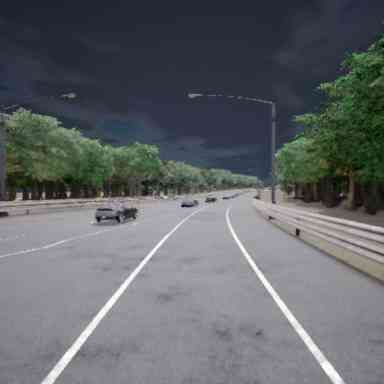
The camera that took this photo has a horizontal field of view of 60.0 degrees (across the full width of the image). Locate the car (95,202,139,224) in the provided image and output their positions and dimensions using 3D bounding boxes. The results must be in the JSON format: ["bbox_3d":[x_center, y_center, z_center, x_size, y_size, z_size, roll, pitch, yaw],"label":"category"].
[{"bbox_3d":[-5.624,1.544,25.489,2.128,1.511,4.902,-1,0,12],"label":"car"}]

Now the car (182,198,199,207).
[{"bbox_3d":[-0.201,1.580,50.287,1.994,1.385,4.181,0,0,12],"label":"car"}]

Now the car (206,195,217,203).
[{"bbox_3d":[4.222,1.467,70.548,1.882,1.535,5.008,0,0,12],"label":"car"}]
